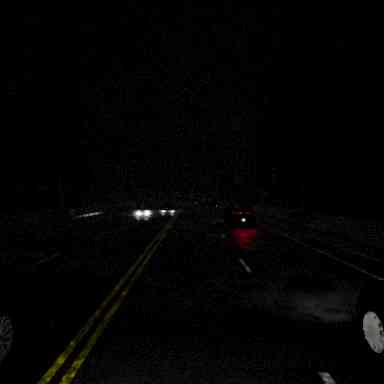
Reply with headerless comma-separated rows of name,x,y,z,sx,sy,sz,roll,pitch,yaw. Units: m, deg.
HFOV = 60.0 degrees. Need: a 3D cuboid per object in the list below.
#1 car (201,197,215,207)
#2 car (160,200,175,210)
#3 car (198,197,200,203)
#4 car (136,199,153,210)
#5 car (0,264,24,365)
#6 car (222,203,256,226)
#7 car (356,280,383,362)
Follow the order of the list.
car,3.261,1.999,61.796,2.163,1.488,4.792,0,-1,0
car,-3.322,1.815,46.881,2.033,1.411,5.357,0,-1,0
car,3.265,2.394,83.775,2.128,1.511,4.902,0,-1,0
car,-6.571,1.753,46.417,2.128,1.511,4.902,0,-1,0
car,-3.348,1.489,2.847,2.128,1.511,4.902,0,0,0
car,3.353,1.572,24.032,1.837,1.490,4.892,0,0,0
car,3.349,1.501,3.008,1.837,1.490,4.892,0,0,0
